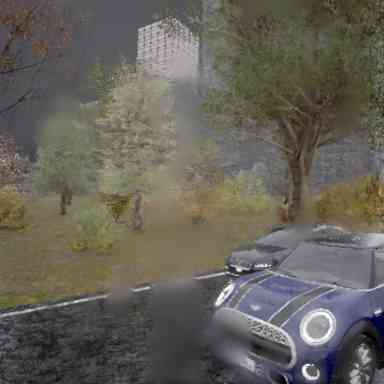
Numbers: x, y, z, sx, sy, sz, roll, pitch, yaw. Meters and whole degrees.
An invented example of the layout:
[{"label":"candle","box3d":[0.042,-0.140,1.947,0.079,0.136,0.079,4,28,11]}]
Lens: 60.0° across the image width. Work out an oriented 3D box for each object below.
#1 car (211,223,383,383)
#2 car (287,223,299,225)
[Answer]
[{"label":"car","box3d":[2.490,1.533,5.490,4.553,1.767,2.097,0,-1,-35]},{"label":"car","box3d":[3.190,1.737,9.952,4.892,1.490,1.837,0,-1,-35]}]
